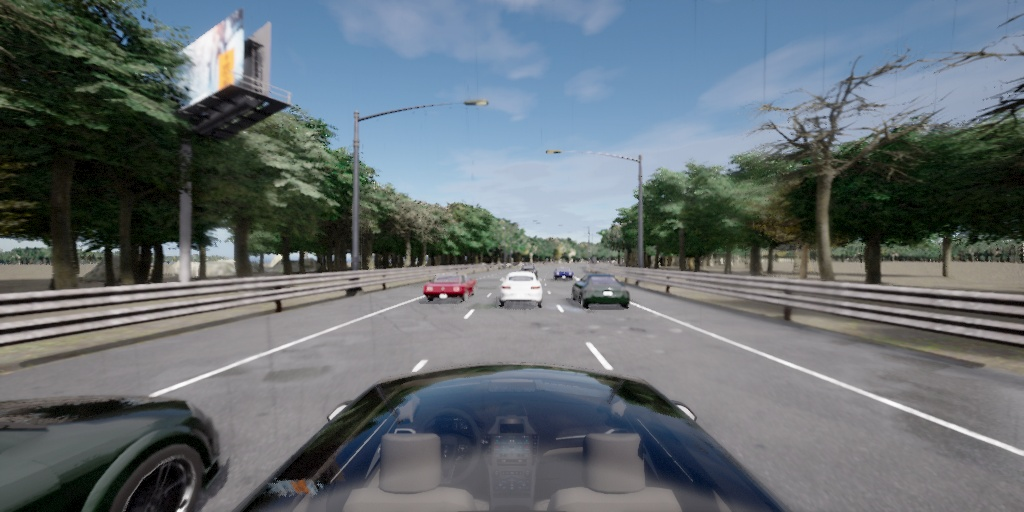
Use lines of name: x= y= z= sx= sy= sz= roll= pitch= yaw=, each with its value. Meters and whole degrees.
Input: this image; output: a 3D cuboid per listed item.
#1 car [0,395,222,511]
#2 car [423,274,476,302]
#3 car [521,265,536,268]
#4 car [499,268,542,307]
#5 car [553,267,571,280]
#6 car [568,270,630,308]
car: x=-3.363 y=1.303 z=1.190 sx=1.994 sy=1.385 sz=4.181 roll=0 pitch=-1 yaw=0
car: x=-3.001 y=1.551 z=18.386 sx=1.895 sy=1.301 sz=4.718 roll=0 pitch=-1 yaw=2
car: x=1.748 y=1.681 z=37.105 sx=2.128 sy=1.511 sz=4.902 roll=0 pitch=-1 yaw=5
car: x=0.435 y=1.459 z=16.683 sx=1.812 sy=1.442 sz=4.674 roll=0 pitch=-1 yaw=2
car: x=5.257 y=1.796 z=37.147 sx=1.895 sy=1.301 sz=4.718 roll=0 pitch=-1 yaw=5
car: x=3.930 y=1.499 z=16.405 sx=1.994 sy=1.385 sz=4.181 roll=0 pitch=-1 yaw=2
